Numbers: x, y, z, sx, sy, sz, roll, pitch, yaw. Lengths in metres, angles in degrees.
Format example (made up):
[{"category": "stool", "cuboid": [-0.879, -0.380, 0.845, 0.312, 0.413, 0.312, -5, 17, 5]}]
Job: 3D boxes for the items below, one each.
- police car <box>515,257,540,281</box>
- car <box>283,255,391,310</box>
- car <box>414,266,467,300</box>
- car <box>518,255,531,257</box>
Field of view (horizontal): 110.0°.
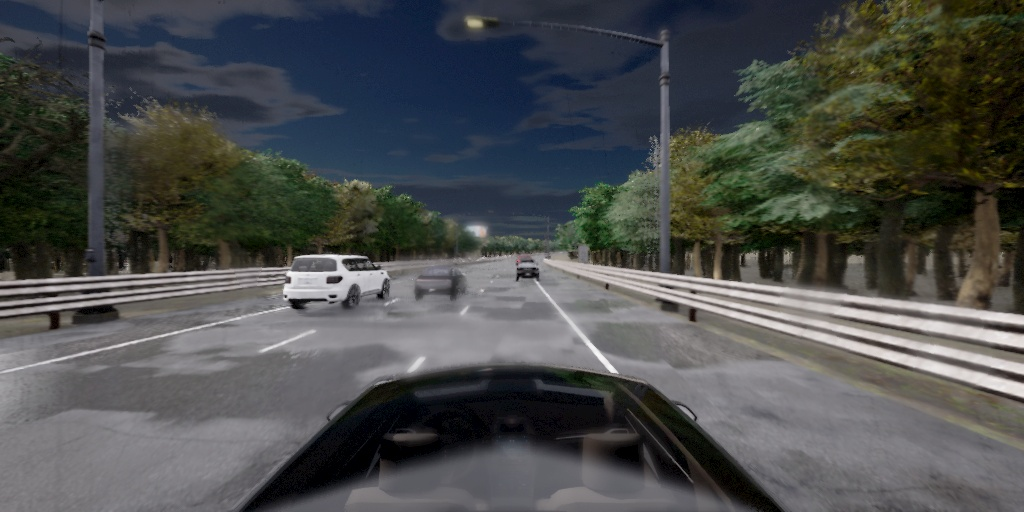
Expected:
[{"category": "police car", "cuboid": [1.262, 1.176, 29.785, 1.930, 1.638, 5.238, 0, 0, 1]}, {"category": "car", "cuboid": [-6.874, 0.971, 14.769, 2.150, 2.045, 5.566, 0, 0, 0]}, {"category": "car", "cuboid": [-3.347, 1.241, 17.513, 2.128, 1.511, 4.902, 0, 0, 1]}, {"category": "car", "cuboid": [1.661, 0.977, 45.575, 2.150, 2.045, 5.566, 0, 0, 2]}]
